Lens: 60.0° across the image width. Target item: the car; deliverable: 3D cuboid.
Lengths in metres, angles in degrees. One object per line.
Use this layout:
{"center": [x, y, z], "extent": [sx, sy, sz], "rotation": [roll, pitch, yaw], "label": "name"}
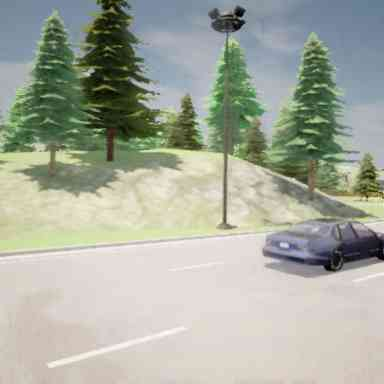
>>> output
{"center": [4.646, 1.569, 10.838], "extent": [5.357, 1.411, 2.033], "rotation": [1, 0, -35], "label": "car"}
